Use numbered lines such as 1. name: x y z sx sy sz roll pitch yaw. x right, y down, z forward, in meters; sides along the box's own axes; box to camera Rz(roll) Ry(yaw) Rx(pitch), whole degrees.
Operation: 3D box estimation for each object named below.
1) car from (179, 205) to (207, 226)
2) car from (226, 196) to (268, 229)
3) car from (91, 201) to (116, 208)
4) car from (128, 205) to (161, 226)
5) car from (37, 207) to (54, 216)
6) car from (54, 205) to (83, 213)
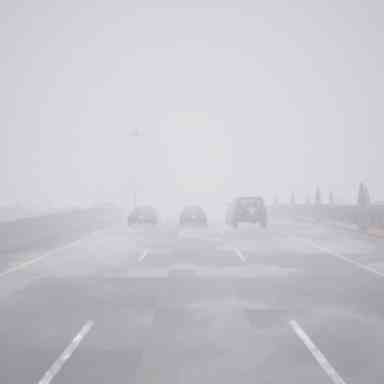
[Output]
1. car: 0.091 1.666 24.451 1.994 1.385 4.181 0 -1 0
2. car: 3.591 1.297 22.564 2.150 2.045 5.566 0 -1 0
3. car: -10.595 2.127 40.096 2.150 2.045 5.566 0 -5 0
4. car: -3.409 1.662 24.256 1.994 1.385 4.181 0 -1 0
5. car: -17.585 2.649 42.286 2.033 1.411 5.357 0 -5 0
6. car: -14.094 2.340 39.253 1.837 1.490 4.892 0 -5 0
